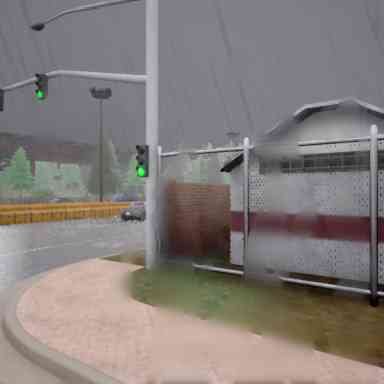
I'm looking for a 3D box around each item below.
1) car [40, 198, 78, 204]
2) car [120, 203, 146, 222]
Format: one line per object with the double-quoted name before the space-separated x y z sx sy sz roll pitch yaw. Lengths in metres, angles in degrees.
"car" -15.880 1.505 39.628 1.837 1.490 4.892 0 0 34
"car" -3.603 1.564 26.152 1.994 1.385 4.181 0 0 34
